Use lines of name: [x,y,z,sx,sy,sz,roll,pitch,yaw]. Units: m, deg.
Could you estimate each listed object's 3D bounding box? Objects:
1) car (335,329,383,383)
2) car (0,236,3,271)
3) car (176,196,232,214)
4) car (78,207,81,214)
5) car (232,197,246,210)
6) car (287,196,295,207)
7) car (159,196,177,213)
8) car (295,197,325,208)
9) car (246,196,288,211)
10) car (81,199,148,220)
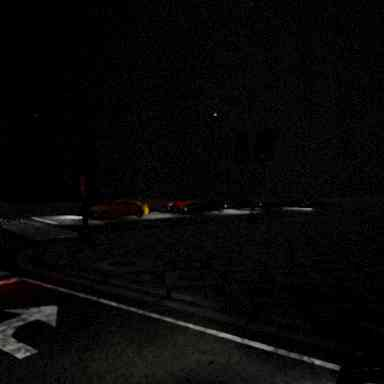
car: [3.003,1.357,1.492,4.553,1.767,2.097,0,0,36]
car: [-6.982,1.434,9.818,1.882,1.535,5.008,-1,1,-39]
car: [1.277,1.372,33.189,4.902,1.511,2.128,0,0,-40]
car: [-7.907,1.408,29.676,4.181,1.385,1.994,0,0,-40]
car: [6.245,1.398,41.644,4.674,1.442,1.812,0,0,-40]
car: [14.177,1.385,48.311,4.902,1.511,2.128,0,0,-40]
car: [-1.260,1.208,35.296,4.553,1.767,2.097,0,0,-40]
car: [16.769,1.445,46.244,4.674,1.442,1.812,0,0,-39]
car: [8.971,1.499,39.697,4.718,1.301,1.895,0,0,-40]
car: [-5.974,1.346,27.046,5.008,1.535,1.882,0,0,-42]
